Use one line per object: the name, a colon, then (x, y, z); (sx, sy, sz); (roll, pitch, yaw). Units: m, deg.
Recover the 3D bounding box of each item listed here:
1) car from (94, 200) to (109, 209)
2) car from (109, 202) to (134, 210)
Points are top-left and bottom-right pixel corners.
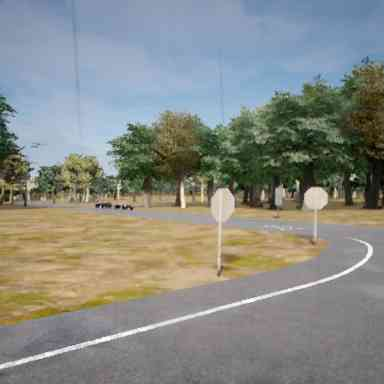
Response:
car: (-16.082, 2.280, 60.027); (1.882, 1.535, 5.008); (2, -2, -35)
car: (-10.876, 2.254, 52.526); (1.895, 1.301, 4.718); (2, -2, -34)
